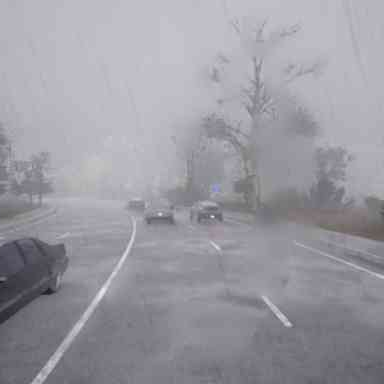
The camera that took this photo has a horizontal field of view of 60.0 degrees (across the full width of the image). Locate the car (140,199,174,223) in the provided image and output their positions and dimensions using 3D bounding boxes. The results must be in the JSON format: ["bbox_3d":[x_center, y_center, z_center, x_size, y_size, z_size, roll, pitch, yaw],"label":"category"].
[{"bbox_3d":[-2.600,1.515,25.105,1.994,1.385,4.181,0,0,-11],"label":"car"}]

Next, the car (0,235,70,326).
[{"bbox_3d":[-3.839,1.548,5.976,2.033,1.411,5.357,0,0,-3],"label":"car"}]

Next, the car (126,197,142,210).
[{"bbox_3d":[-7.298,1.414,42.527,1.882,1.535,5.008,0,0,-19],"label":"car"}]

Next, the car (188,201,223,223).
[{"bbox_3d":[0.954,1.432,25.172,1.837,1.490,4.892,0,0,-11],"label":"car"}]
